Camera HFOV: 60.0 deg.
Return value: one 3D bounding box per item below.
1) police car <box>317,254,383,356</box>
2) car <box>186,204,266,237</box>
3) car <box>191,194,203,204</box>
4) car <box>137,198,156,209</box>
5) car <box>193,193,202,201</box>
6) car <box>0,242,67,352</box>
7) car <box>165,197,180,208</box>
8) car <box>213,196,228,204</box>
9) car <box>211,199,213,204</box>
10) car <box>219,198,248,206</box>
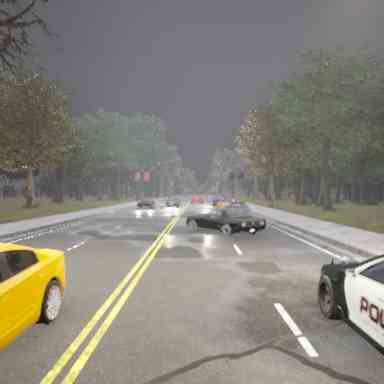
[{"bbox_3d":[3.291,1.494,4.380,2.038,1.542,4.974,0,0,1],"label":"police car"},{"bbox_3d":[1.627,1.559,17.877,1.895,1.301,4.718,0,0,-35],"label":"car"},{"bbox_3d":[0.947,1.237,60.599,2.097,1.767,4.553,0,0,2],"label":"car"},{"bbox_3d":[-5.998,1.509,43.816,1.895,1.301,4.718,0,0,1],"label":"car"},{"bbox_3d":[1.310,1.218,77.789,2.097,1.767,4.553,0,0,1],"label":"car"},{"bbox_3d":[-3.309,1.467,4.255,1.882,1.535,5.008,0,0,1],"label":"car"},{"bbox_3d":[-2.686,1.397,46.928,2.128,1.511,4.902,0,0,1],"label":"car"},{"bbox_3d":[3.738,1.375,37.536,1.801,1.575,5.366,0,0,1],"label":"car"},{"bbox_3d":[3.928,1.405,48.336,1.837,1.490,4.892,0,0,1],"label":"car"},{"bbox_3d":[3.563,1.488,26.358,2.033,1.411,5.357,0,0,1],"label":"car"}]
